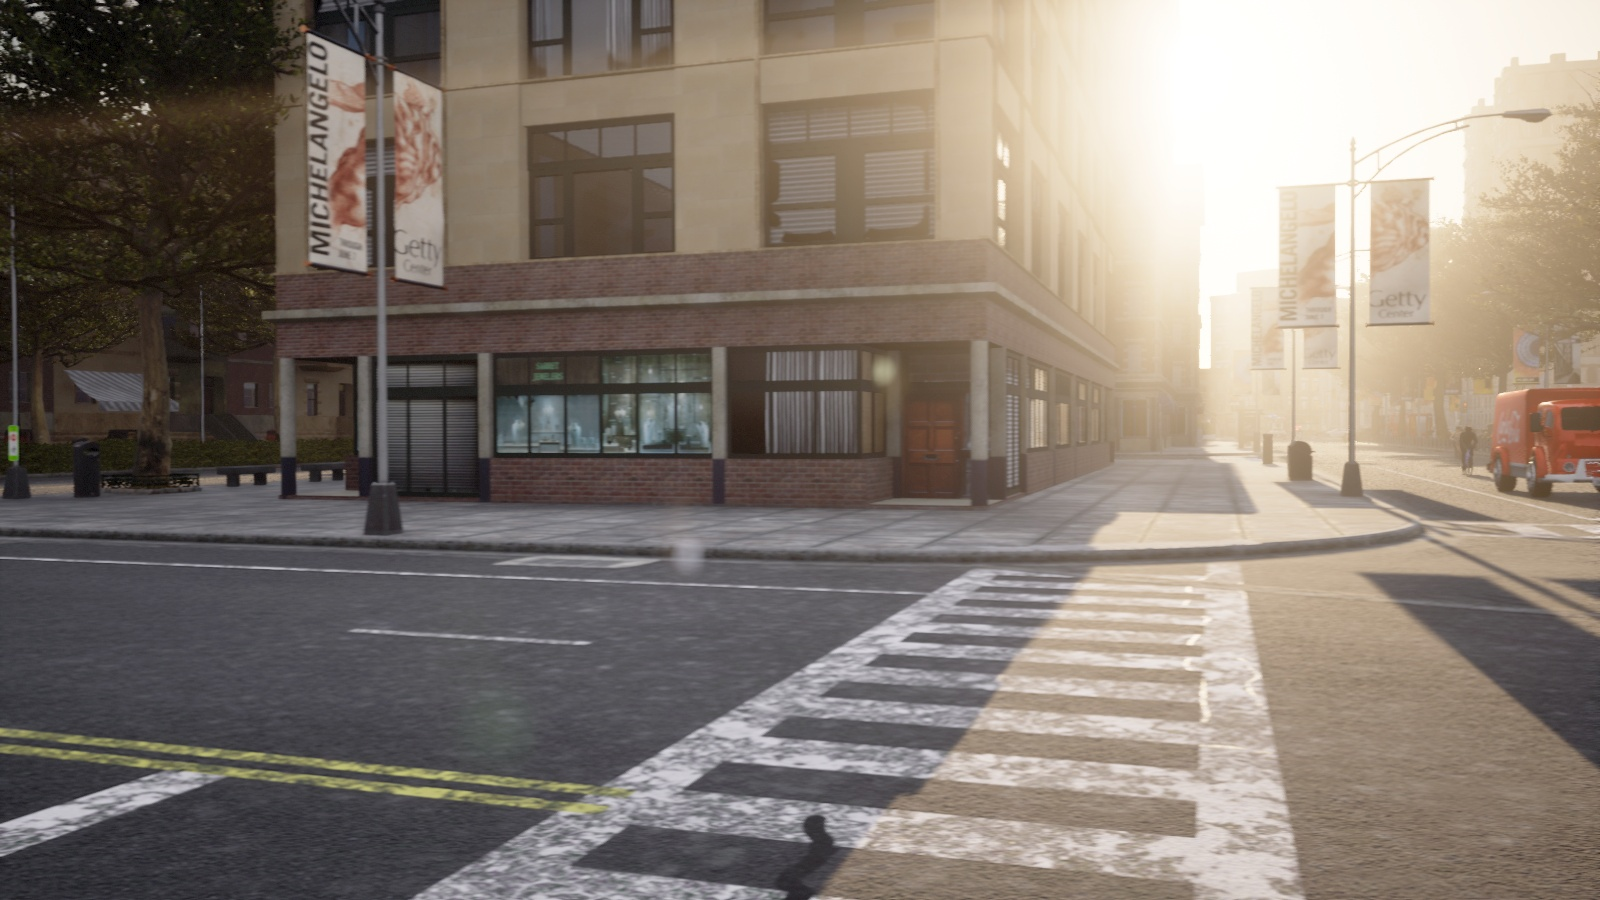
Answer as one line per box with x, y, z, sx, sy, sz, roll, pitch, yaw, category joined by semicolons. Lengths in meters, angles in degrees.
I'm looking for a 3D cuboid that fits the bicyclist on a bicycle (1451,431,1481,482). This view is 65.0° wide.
21.648;0.207;40.855;0.582;1.620;1.656;0;1;18;bicyclist on a bicycle

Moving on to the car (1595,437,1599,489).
22.899;0.403;33.479;1.812;1.442;4.674;1;1;18;car

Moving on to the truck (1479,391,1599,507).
17.808;-0.061;29.239;2.627;2.467;5.204;1;1;18;truck
